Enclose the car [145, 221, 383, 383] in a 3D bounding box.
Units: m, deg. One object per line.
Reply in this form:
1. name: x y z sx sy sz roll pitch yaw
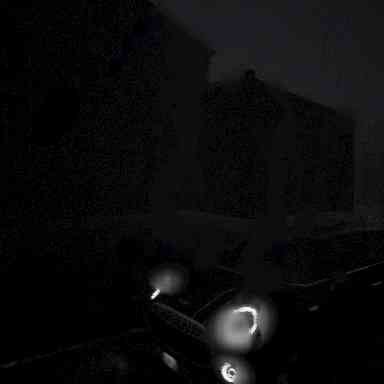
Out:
1. car: 1.564 1.347 5.146 4.553 1.767 2.097 0 0 -36
